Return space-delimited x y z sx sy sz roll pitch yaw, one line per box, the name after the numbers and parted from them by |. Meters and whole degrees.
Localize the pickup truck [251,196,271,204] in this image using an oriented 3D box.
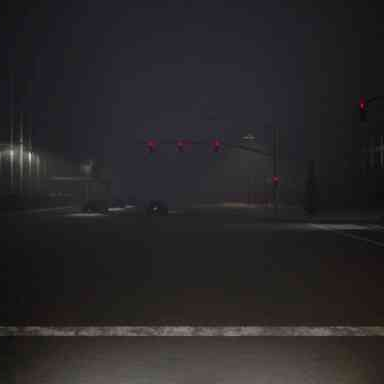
13.020 1.058 61.498 2.390 2.098 6.274 0 0 30 | pickup truck

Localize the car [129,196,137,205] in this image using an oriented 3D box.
-10.664 1.491 57.424 2.128 1.511 4.902 0 0 0 | car

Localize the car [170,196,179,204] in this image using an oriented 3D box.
-3.489 1.525 62.624 1.812 1.442 4.674 0 0 0 | car

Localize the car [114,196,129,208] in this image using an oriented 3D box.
-10.666 1.564 47.058 1.994 1.385 4.181 0 0 0 | car

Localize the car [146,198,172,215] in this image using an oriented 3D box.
-3.505 1.564 34.084 1.994 1.385 4.181 0 0 1 | car

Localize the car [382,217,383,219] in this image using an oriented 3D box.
15.114 1.601 21.577 4.718 1.301 1.895 0 0 0 | car

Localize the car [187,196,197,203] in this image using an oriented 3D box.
-0.010 1.601 66.475 1.895 1.301 4.718 0 0 0 | car

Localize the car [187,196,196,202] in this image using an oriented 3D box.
-0.125 1.540 76.269 2.033 1.411 5.357 0 0 0 | car

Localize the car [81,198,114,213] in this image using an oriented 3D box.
-10.648 1.547 37.184 2.033 1.411 5.357 0 0 0 | car
